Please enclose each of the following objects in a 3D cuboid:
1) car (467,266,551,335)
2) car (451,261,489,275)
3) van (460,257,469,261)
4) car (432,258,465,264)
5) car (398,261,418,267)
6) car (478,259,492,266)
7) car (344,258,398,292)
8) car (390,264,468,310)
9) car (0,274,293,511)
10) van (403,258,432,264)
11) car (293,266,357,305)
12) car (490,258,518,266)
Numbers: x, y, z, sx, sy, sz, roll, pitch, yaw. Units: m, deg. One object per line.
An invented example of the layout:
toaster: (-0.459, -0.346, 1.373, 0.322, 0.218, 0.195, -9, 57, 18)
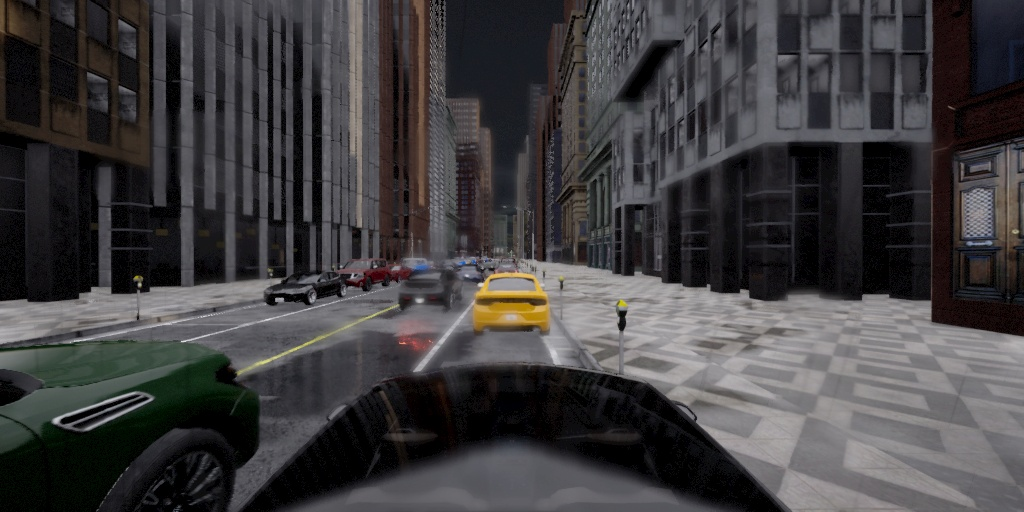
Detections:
car: (-0.006, 1.227, 10.501, 1.882, 1.535, 5.008, 0, 0, 0)
car: (-3.067, 1.314, 26.639, 1.994, 1.385, 4.181, 0, 0, 0)
van: (-8.908, 1.090, 61.014, 1.690, 1.789, 3.998, 0, 0, 0)
car: (-6.238, 1.240, 34.676, 2.128, 1.511, 4.902, 0, 0, 0)
car: (-8.908, 1.294, 27.194, 1.888, 1.381, 4.507, 0, 0, 0)
car: (-3.052, 1.350, 46.810, 1.895, 1.301, 4.718, 0, 0, 0)
car: (-8.908, 1.064, 21.556, 2.192, 1.841, 5.009, 0, 0, 0)
car: (-3.146, 1.255, 14.645, 1.837, 1.490, 4.892, 0, 0, 0)
car: (-3.056, 0.974, 0.418, 2.150, 2.045, 5.566, 0, 0, 0)
van: (-8.908, 1.090, 32.830, 1.690, 1.789, 3.998, 0, 0, 0)
car: (-8.908, 1.315, 15.920, 1.948, 1.339, 4.313, 0, 0, 0)
car: (-0.383, 1.189, 27.203, 1.967, 1.591, 4.097, 0, 0, 0)
